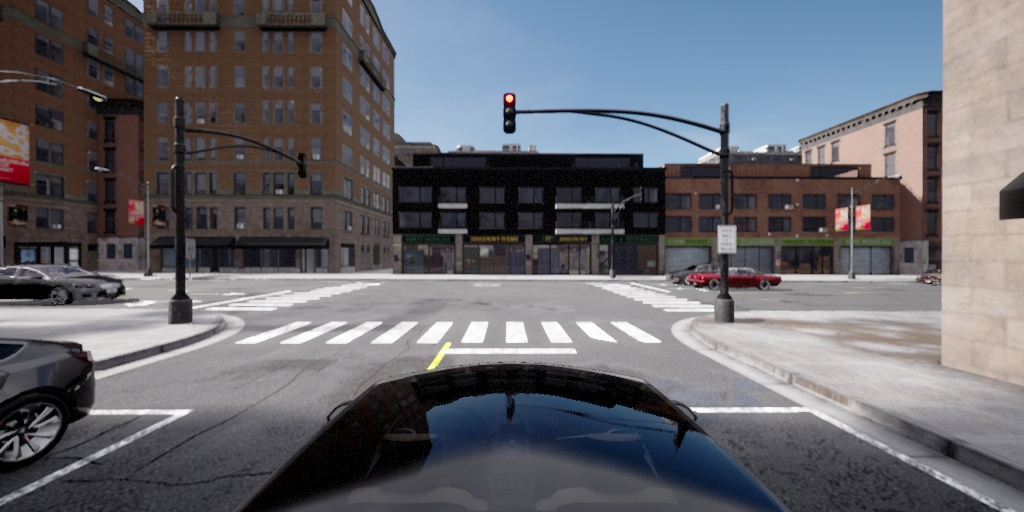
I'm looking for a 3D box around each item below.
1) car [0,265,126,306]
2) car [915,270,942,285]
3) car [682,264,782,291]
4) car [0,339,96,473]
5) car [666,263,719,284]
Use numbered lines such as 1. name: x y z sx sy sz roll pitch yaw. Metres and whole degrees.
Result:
1. car: -18.383 1.110 14.239 4.902 1.511 2.128 0 0 -1
2. car: 31.458 1.380 24.842 5.357 1.411 2.033 0 0 -1
3. car: 13.079 1.349 21.355 4.718 1.301 1.895 0 0 -1
4. car: -5.388 1.314 2.115 1.948 1.339 4.313 0 0 0
5. car: 13.170 1.241 24.605 4.892 1.490 1.837 0 0 -1
